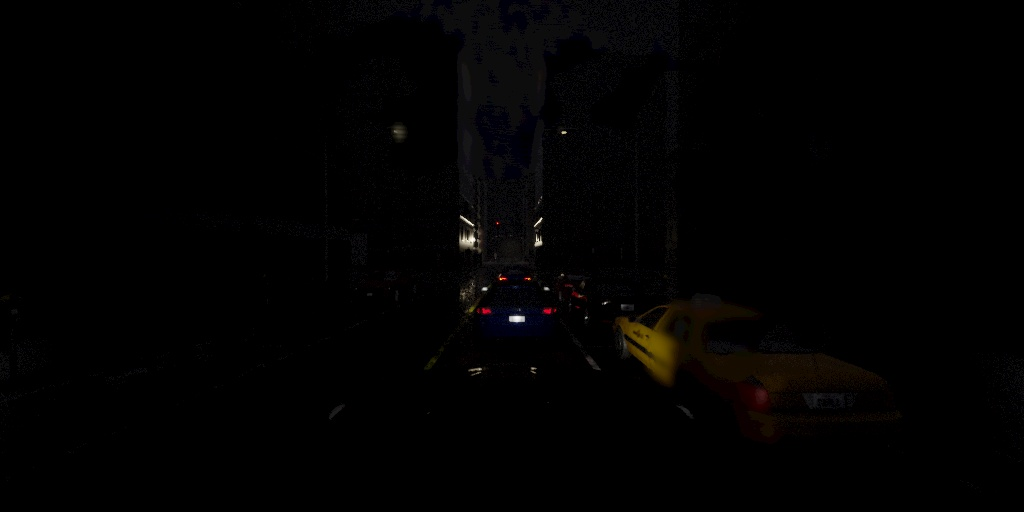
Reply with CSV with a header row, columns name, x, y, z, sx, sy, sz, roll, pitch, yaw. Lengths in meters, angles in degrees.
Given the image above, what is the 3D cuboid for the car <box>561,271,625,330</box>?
name,x,y,z,sx,sy,sz,roll,pitch,yaw
car,2.875,1.313,10.965,1.948,1.339,4.313,0,0,0

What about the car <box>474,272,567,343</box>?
name,x,y,z,sx,sy,sz,roll,pitch,yaw
car,0.101,1.312,9.649,1.994,1.385,4.181,0,0,0

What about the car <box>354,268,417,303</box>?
name,x,y,z,sx,sy,sz,roll,pitch,yaw
car,-5.669,1.290,16.549,1.888,1.381,4.507,0,0,0

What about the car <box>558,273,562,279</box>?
name,x,y,z,sx,sy,sz,roll,pitch,yaw
car,2.876,1.327,16.551,1.802,1.307,4.207,0,0,0

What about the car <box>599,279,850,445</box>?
name,x,y,z,sx,sy,sz,roll,pitch,yaw
car,2.874,1.274,5.549,1.751,1.417,4.829,0,0,0

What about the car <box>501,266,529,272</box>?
name,x,y,z,sx,sy,sz,roll,pitch,yaw
car,0.104,1.270,19.664,1.812,1.442,4.674,0,0,-2
